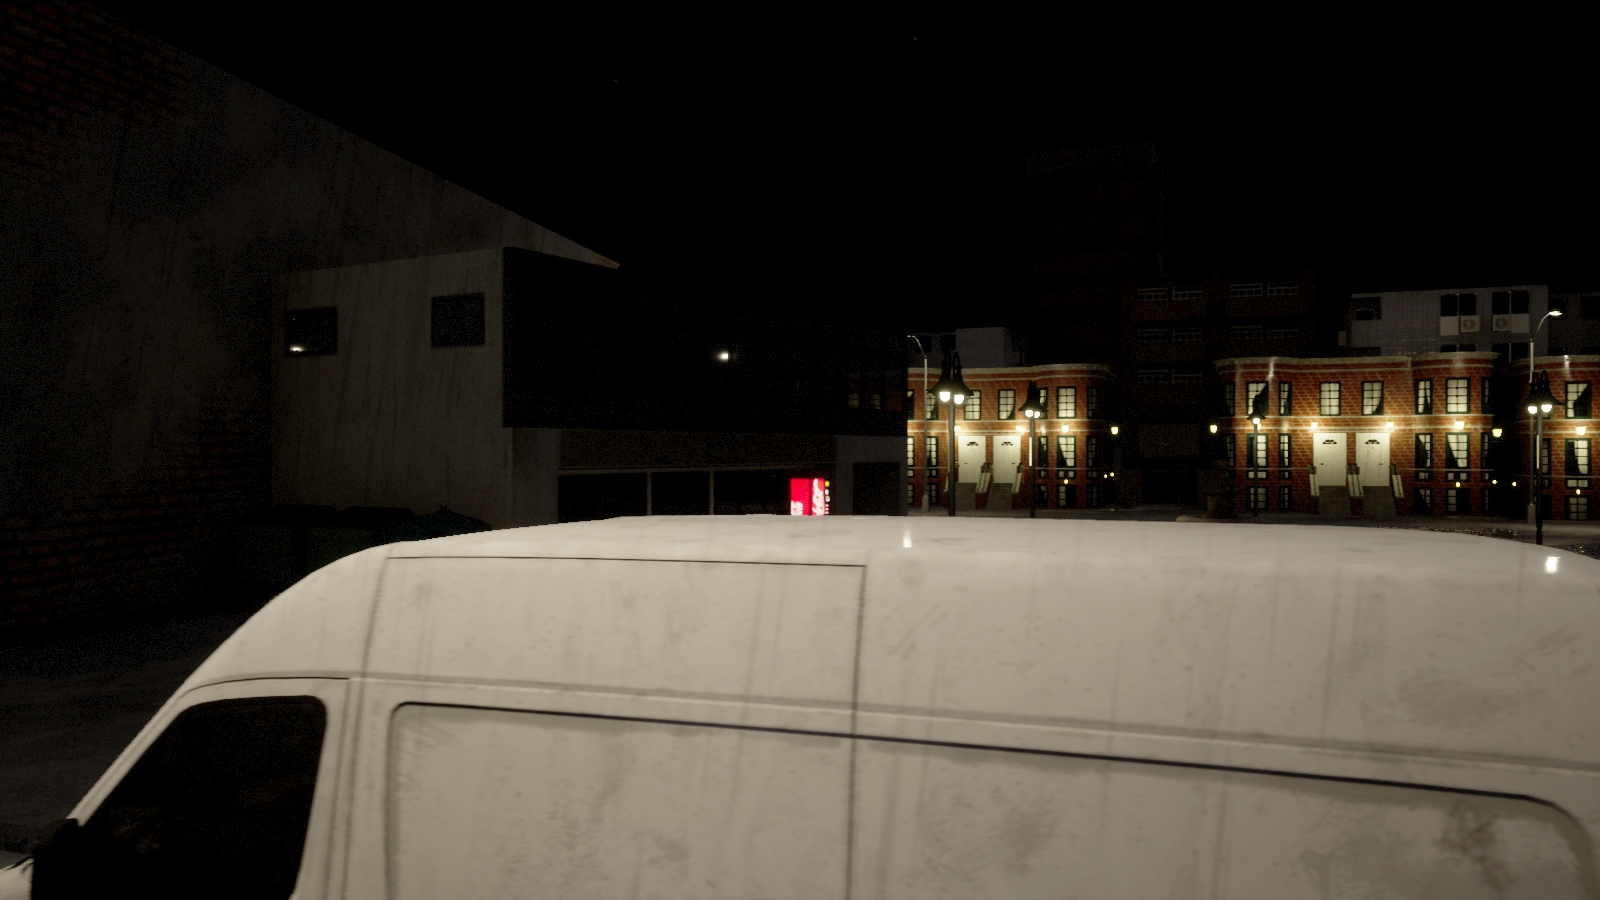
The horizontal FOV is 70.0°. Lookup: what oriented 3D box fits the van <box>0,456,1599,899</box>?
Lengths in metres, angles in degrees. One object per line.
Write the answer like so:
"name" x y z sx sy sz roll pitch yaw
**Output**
"van" -0.495 1.313 4.015 5.915 2.561 1.988 0 0 20
